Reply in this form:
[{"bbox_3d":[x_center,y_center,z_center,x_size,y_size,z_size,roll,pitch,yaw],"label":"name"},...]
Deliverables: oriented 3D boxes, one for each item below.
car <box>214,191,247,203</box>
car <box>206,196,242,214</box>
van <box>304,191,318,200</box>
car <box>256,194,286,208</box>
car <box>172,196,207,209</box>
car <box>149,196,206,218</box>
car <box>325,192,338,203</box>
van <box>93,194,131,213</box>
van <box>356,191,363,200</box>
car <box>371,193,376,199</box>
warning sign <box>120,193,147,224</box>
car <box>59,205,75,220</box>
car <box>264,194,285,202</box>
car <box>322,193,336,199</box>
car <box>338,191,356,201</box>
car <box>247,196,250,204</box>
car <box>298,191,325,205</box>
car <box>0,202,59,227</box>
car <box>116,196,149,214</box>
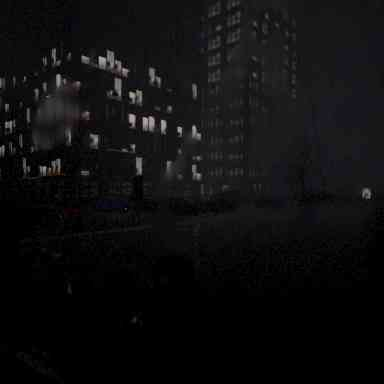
[{"bbox_3d":[4.252,0.877,42.518,2.150,2.045,5.566,0,0,41],"label":"car"},{"bbox_3d":[2.504,1.320,31.469,1.947,1.339,4.313,1,1,40],"label":"car"},{"bbox_3d":[25.639,0.695,71.578,1.690,1.788,3.998,1,1,40],"label":"van"},{"bbox_3d":[9.840,1.244,40.165,1.802,1.307,4.206,1,1,40],"label":"car"},{"bbox_3d":[-0.221,1.219,41.300,1.887,1.381,4.507,1,1,40],"label":"car"},{"bbox_3d":[-1.146,1.241,27.104,1.967,1.590,4.097,1,1,40],"label":"car"},{"bbox_3d":[20.921,0.840,53.141,2.192,1.841,5.009,1,1,40],"label":"car"},{"bbox_3d":[-7.692,1.107,32.716,1.690,1.788,3.998,1,1,40],"label":"van"},{"bbox_3d":[35.694,0.683,70.449,1.690,1.788,3.998,1,1,40],"label":"van"},{"bbox_3d":[39.386,0.848,74.779,2.008,1.369,4.403,1,1,40],"label":"car"},{"bbox_3d":[-3.643,0.977,20.726,1.300,1.860,1.060,0,0,40],"label":"warning sign"},{"bbox_3d":[-11.201,1.447,24.444,1.895,1.301,4.718,0,1,38],"label":"car"},{"bbox_3d":[14.558,1.057,58.601,1.947,1.339,4.313,1,1,40],"label":"car"},{"bbox_3d":[33.025,0.829,80.236,1.947,1.339,4.313,1,1,40],"label":"car"},{"bbox_3d":[28.417,0.957,61.927,1.752,1.417,4.829,1,1,40],"label":"car"},{"bbox_3d":[7.171,1.148,49.947,1.947,1.339,4.313,1,1,40],"label":"car"},{"bbox_3d":[17.228,0.885,48.815,2.192,1.841,5.009,1,1,40],"label":"car"},{"bbox_3d":[-10.988,1.363,19.847,1.882,1.535,5.008,1,1,42],"label":"car"},{"bbox_3d":[-4.773,1.330,31.966,1.994,1.385,4.181,0,1,41],"label":"car"}]
